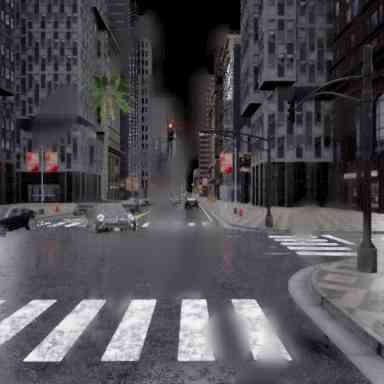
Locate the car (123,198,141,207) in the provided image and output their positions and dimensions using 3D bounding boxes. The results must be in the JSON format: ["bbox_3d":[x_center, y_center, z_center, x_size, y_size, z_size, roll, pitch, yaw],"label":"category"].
[{"bbox_3d":[-9.978,1.697,55.539,2.033,1.411,5.357,0,-1,0],"label":"car"}]

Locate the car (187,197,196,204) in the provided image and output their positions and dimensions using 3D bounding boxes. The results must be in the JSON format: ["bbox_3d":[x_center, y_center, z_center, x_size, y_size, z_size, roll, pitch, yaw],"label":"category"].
[{"bbox_3d":[-0.122,1.810,70.830,1.812,1.442,4.674,0,-1,0],"label":"car"}]

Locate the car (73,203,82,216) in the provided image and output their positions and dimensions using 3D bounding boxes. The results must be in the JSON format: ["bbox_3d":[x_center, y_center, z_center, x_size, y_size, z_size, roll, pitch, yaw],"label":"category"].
[{"bbox_3d":[-9.937,1.587,32.134,1.994,1.385,4.181,0,0,0],"label":"car"}]

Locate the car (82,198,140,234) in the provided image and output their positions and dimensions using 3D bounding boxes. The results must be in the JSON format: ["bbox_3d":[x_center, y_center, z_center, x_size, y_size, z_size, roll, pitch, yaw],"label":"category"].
[{"bbox_3d":[-4.793,1.338,19.194,2.097,1.767,4.553,1,0,-25],"label":"car"}]

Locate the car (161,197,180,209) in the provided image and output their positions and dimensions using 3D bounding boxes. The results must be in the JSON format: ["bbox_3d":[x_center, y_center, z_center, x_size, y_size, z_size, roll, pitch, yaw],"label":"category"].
[{"bbox_3d":[-3.280,1.452,48.384,2.097,1.767,4.553,0,0,0],"label":"car"}]

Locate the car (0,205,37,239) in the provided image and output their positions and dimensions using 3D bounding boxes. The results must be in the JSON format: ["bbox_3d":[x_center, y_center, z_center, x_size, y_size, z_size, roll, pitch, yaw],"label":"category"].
[{"bbox_3d":[-9.895,1.452,17.343,2.128,1.511,4.902,0,0,0],"label":"car"}]

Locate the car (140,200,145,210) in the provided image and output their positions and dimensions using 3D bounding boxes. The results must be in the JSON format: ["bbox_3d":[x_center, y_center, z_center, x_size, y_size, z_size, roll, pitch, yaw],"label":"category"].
[{"bbox_3d":[-6.696,1.583,35.696,2.033,1.411,5.357,0,0,0],"label":"car"}]

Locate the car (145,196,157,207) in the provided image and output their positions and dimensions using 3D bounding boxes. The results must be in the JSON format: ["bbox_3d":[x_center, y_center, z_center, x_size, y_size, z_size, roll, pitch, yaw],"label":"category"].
[{"bbox_3d":[-6.727,1.691,52.512,1.994,1.385,4.181,0,0,0],"label":"car"}]

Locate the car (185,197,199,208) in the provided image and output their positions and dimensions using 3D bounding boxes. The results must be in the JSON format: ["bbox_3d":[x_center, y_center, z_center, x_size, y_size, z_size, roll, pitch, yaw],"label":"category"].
[{"bbox_3d":[-0.035,1.589,50.205,1.882,1.535,5.008,0,0,0],"label":"car"}]
